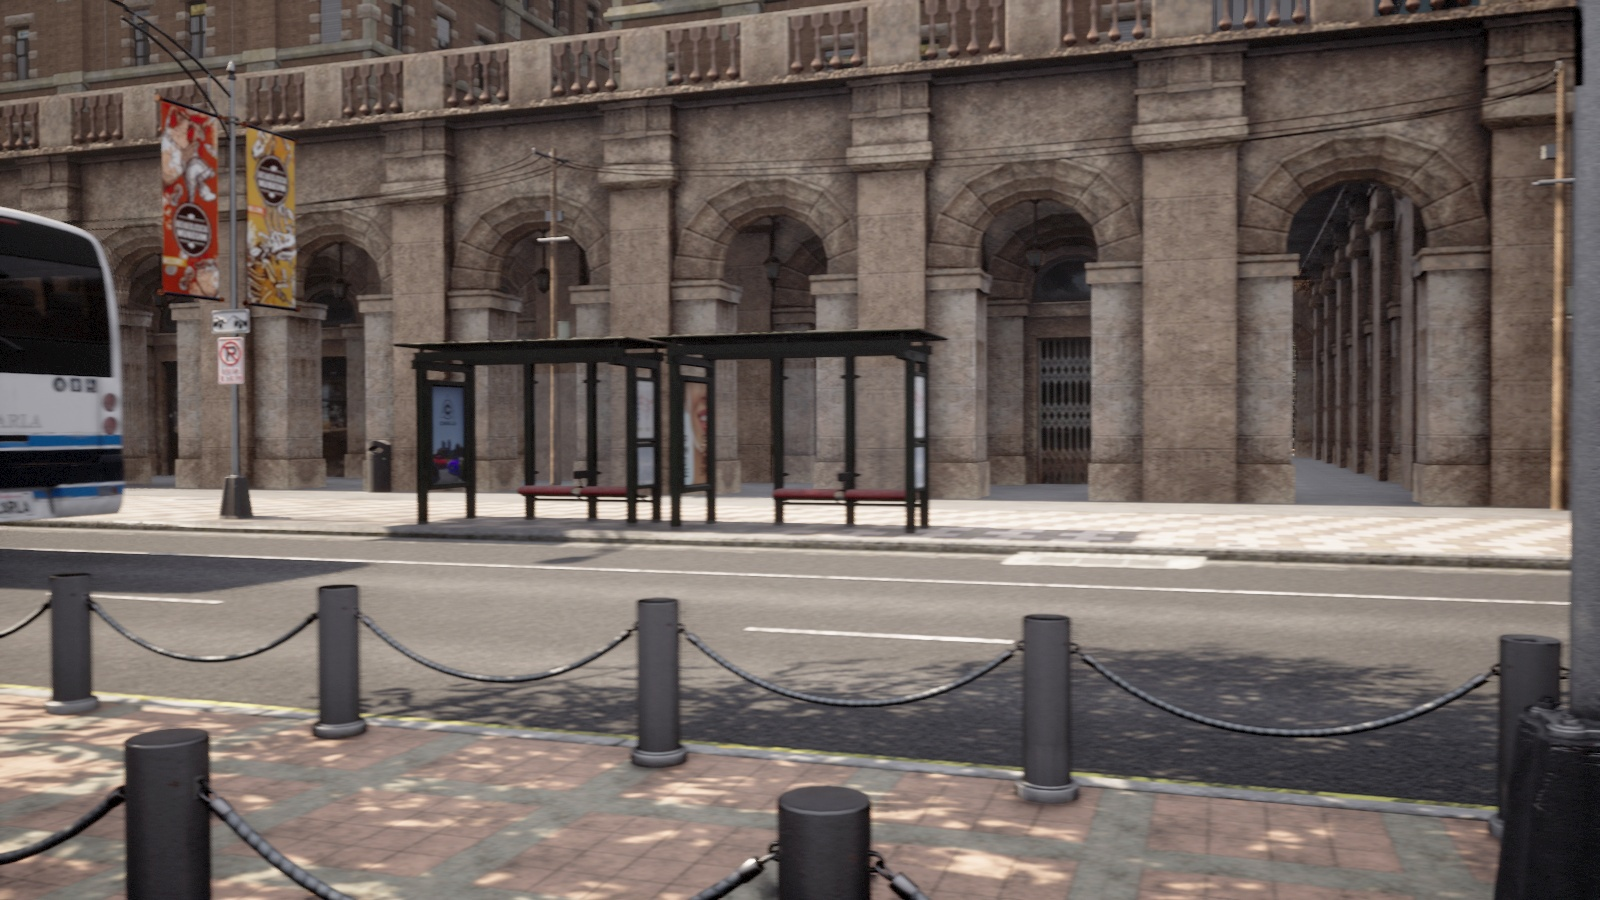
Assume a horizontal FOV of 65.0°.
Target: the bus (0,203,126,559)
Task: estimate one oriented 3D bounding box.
[{"bbox_3d":[-14.484,-0.868,16.485,10.273,4.253,3.944,1,1,19],"label":"bus"}]
